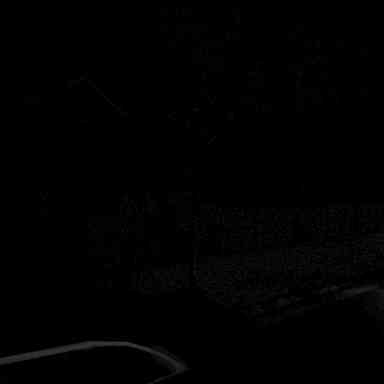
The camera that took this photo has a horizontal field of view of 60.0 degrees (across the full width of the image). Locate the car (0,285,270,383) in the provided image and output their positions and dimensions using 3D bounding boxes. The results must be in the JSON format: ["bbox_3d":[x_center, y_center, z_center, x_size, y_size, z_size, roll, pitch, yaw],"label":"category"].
[{"bbox_3d":[-1.655,1.492,1.889,4.902,1.511,2.128,-1,0,-36],"label":"car"}]
